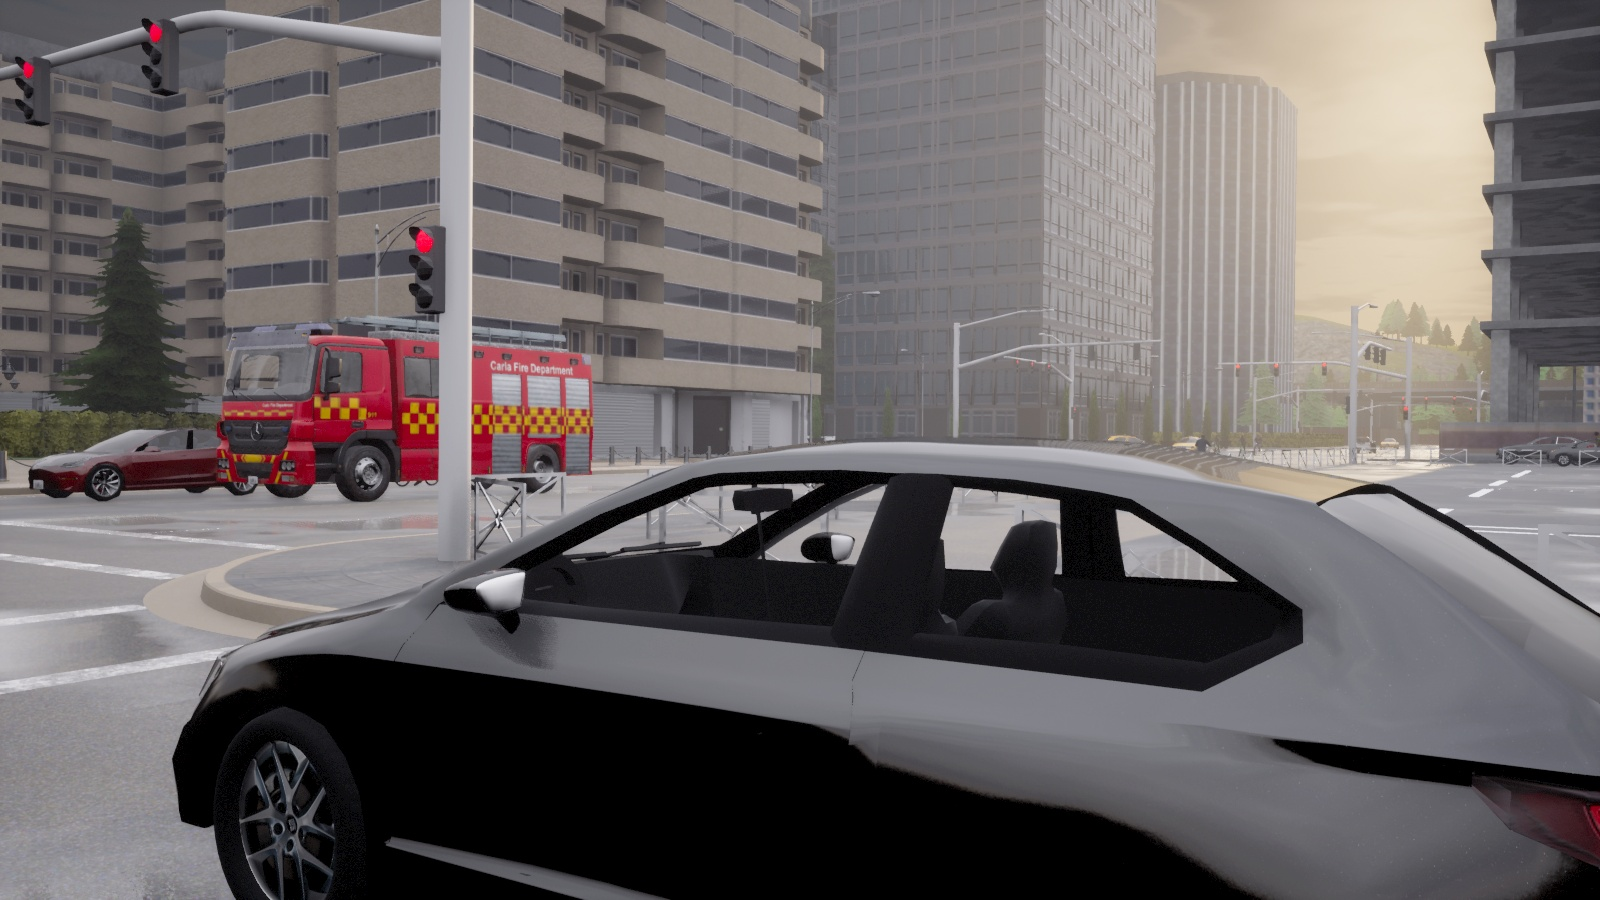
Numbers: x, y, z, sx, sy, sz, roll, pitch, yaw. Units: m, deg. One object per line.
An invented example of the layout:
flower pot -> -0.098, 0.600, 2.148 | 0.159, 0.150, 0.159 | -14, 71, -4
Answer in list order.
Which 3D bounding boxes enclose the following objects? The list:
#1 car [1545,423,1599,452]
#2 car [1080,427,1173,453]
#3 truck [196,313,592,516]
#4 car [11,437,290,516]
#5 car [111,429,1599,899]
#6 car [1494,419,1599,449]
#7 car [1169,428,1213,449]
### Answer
car -> 42.050, -0.664, 66.379 | 4.514, 1.525, 2.007 | 0, 1, 32
car -> 20.427, -0.618, 78.606 | 5.366, 1.575, 1.801 | -1, 1, 1
truck -> -8.614, -0.738, 28.003 | 2.891, 3.827, 8.468 | 0, 1, 32
car -> -13.616, 0.491, 26.643 | 2.163, 1.488, 4.792 | 0, 1, 32
car -> 0.098, 0.696, 3.550 | 4.193, 1.474, 1.816 | 0, 1, 33
car -> 41.957, -0.889, 70.566 | 5.027, 1.651, 2.152 | 0, 1, 32
car -> 29.585, -0.894, 94.940 | 1.801, 1.575, 5.366 | 0, 1, 32
